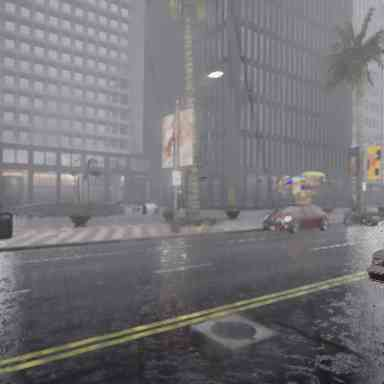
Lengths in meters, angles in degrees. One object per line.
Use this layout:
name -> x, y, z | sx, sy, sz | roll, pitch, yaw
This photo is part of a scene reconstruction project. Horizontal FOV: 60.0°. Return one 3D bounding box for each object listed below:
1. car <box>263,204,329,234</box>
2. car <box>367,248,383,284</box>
car -> 6.612, 1.576, 21.017 | 4.553, 1.767, 2.185 | 1, -1, -36
car -> 6.631, 1.678, 8.546 | 5.357, 1.411, 2.033 | 1, -1, -35
